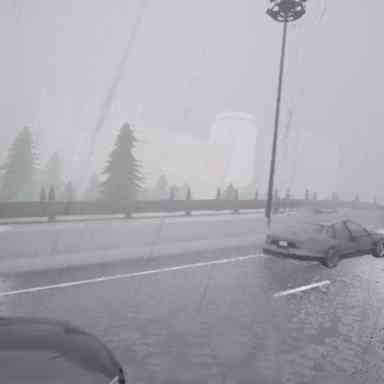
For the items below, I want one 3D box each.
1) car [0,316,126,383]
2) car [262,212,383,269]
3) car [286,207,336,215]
[{"bbox_3d":[-2.748,1.483,1.787,4.902,1.511,2.128,0,0,-35],"label":"car"},{"bbox_3d":[4.794,1.614,11.477,5.357,1.411,2.033,0,0,-35],"label":"car"},{"bbox_3d":[8.533,1.728,22.845,4.718,1.301,1.895,0,0,-35],"label":"car"}]
